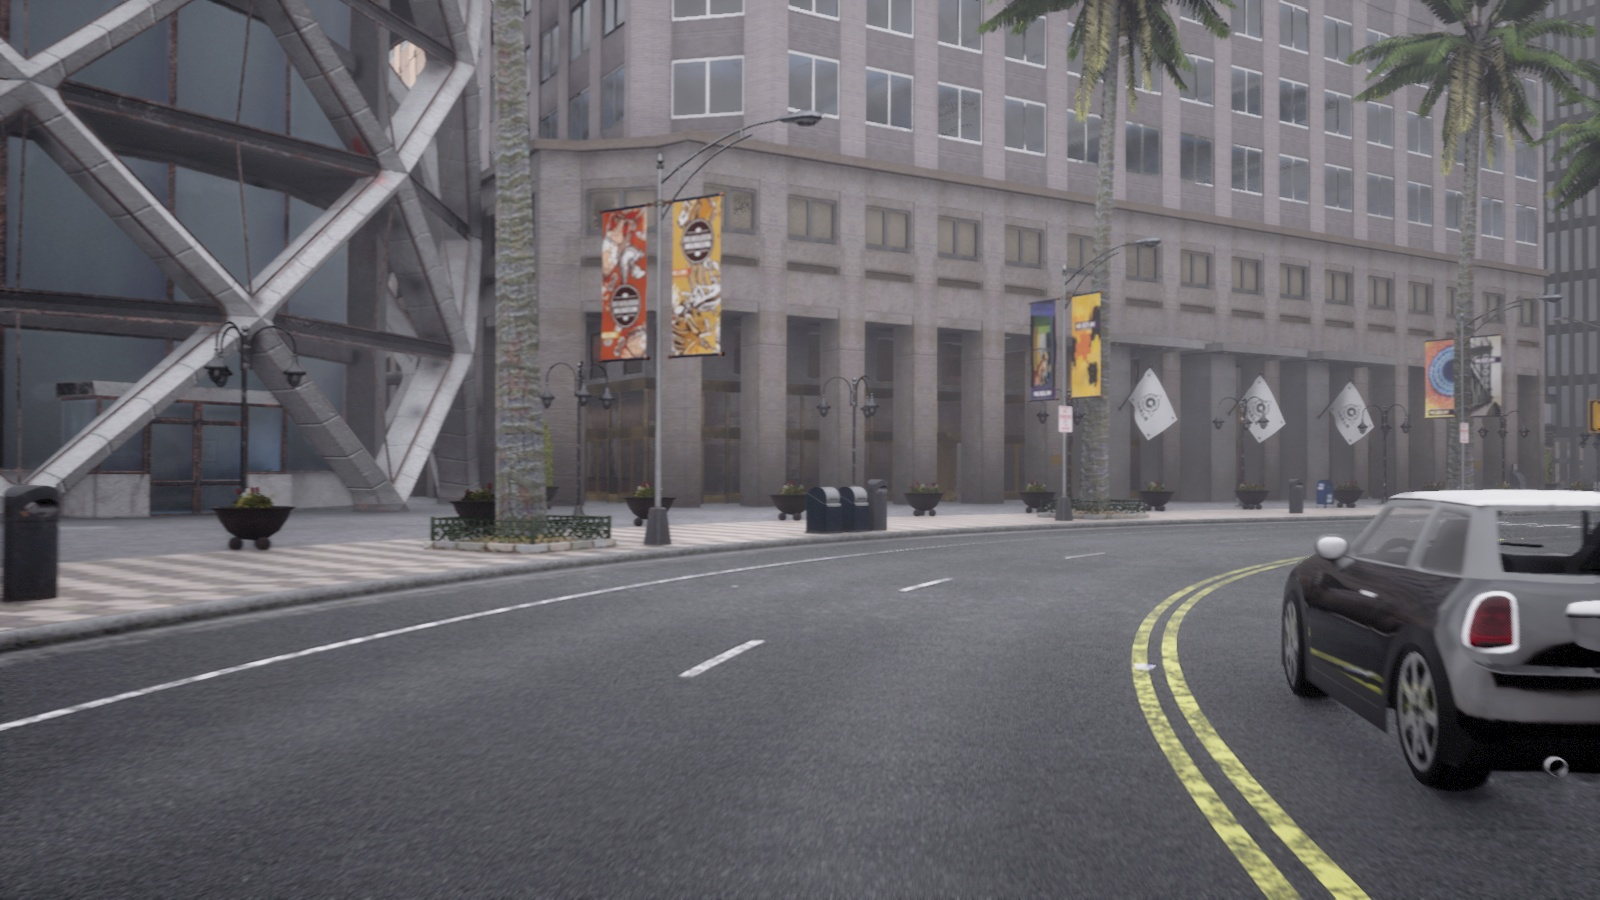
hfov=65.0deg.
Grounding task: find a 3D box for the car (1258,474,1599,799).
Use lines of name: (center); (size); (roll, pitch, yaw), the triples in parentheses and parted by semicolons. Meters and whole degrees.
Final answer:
car: (4.208, 0.895, 7.631); (1.970, 1.475, 3.806); (0, -1, 9)
